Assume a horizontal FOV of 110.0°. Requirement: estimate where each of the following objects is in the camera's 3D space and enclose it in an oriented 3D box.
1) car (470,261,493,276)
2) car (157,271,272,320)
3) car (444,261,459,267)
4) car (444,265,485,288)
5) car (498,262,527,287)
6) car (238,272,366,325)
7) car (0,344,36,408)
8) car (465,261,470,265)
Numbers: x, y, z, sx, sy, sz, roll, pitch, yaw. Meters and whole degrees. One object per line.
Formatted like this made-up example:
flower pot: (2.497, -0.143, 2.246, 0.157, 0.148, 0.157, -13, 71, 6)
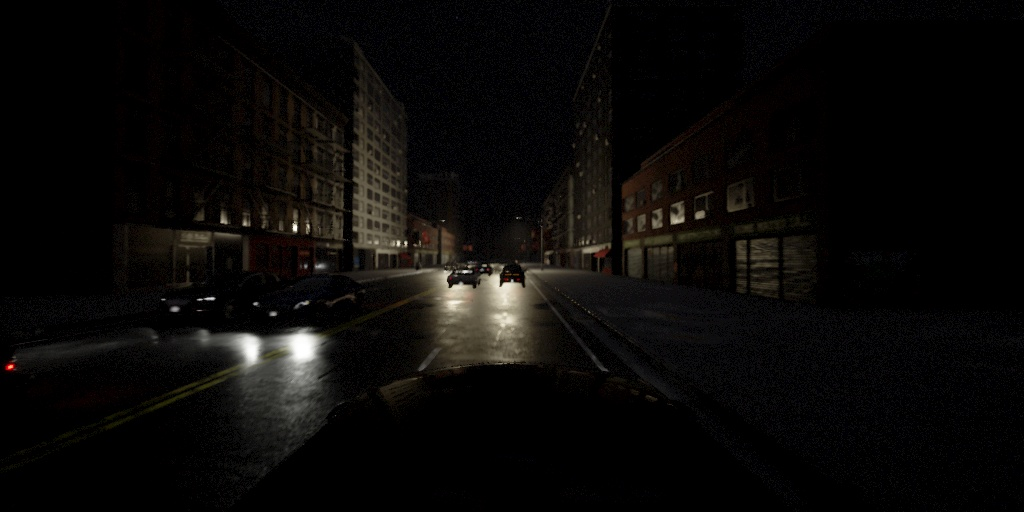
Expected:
car: (-3.180, 1.517, 41.076, 2.033, 1.411, 5.357, 0, 0, 0)
car: (-9.843, 1.305, 12.928, 2.128, 1.511, 4.902, 0, 0, 0)
car: (-9.797, 1.571, 58.297, 1.837, 1.490, 4.892, 0, 0, 0)
car: (-3.232, 1.481, 25.010, 1.895, 1.301, 4.718, 0, 0, 0)
car: (0.038, 1.394, 26.401, 1.837, 1.490, 4.892, 0, 0, 1)
car: (-6.589, 1.335, 12.226, 1.812, 1.442, 4.674, 0, 0, 0)
car: (-6.601, 1.298, 1.779, 2.033, 1.411, 5.357, 0, 0, 0)
car: (-6.548, 1.559, 58.298, 2.128, 1.511, 4.902, 0, 0, 0)
